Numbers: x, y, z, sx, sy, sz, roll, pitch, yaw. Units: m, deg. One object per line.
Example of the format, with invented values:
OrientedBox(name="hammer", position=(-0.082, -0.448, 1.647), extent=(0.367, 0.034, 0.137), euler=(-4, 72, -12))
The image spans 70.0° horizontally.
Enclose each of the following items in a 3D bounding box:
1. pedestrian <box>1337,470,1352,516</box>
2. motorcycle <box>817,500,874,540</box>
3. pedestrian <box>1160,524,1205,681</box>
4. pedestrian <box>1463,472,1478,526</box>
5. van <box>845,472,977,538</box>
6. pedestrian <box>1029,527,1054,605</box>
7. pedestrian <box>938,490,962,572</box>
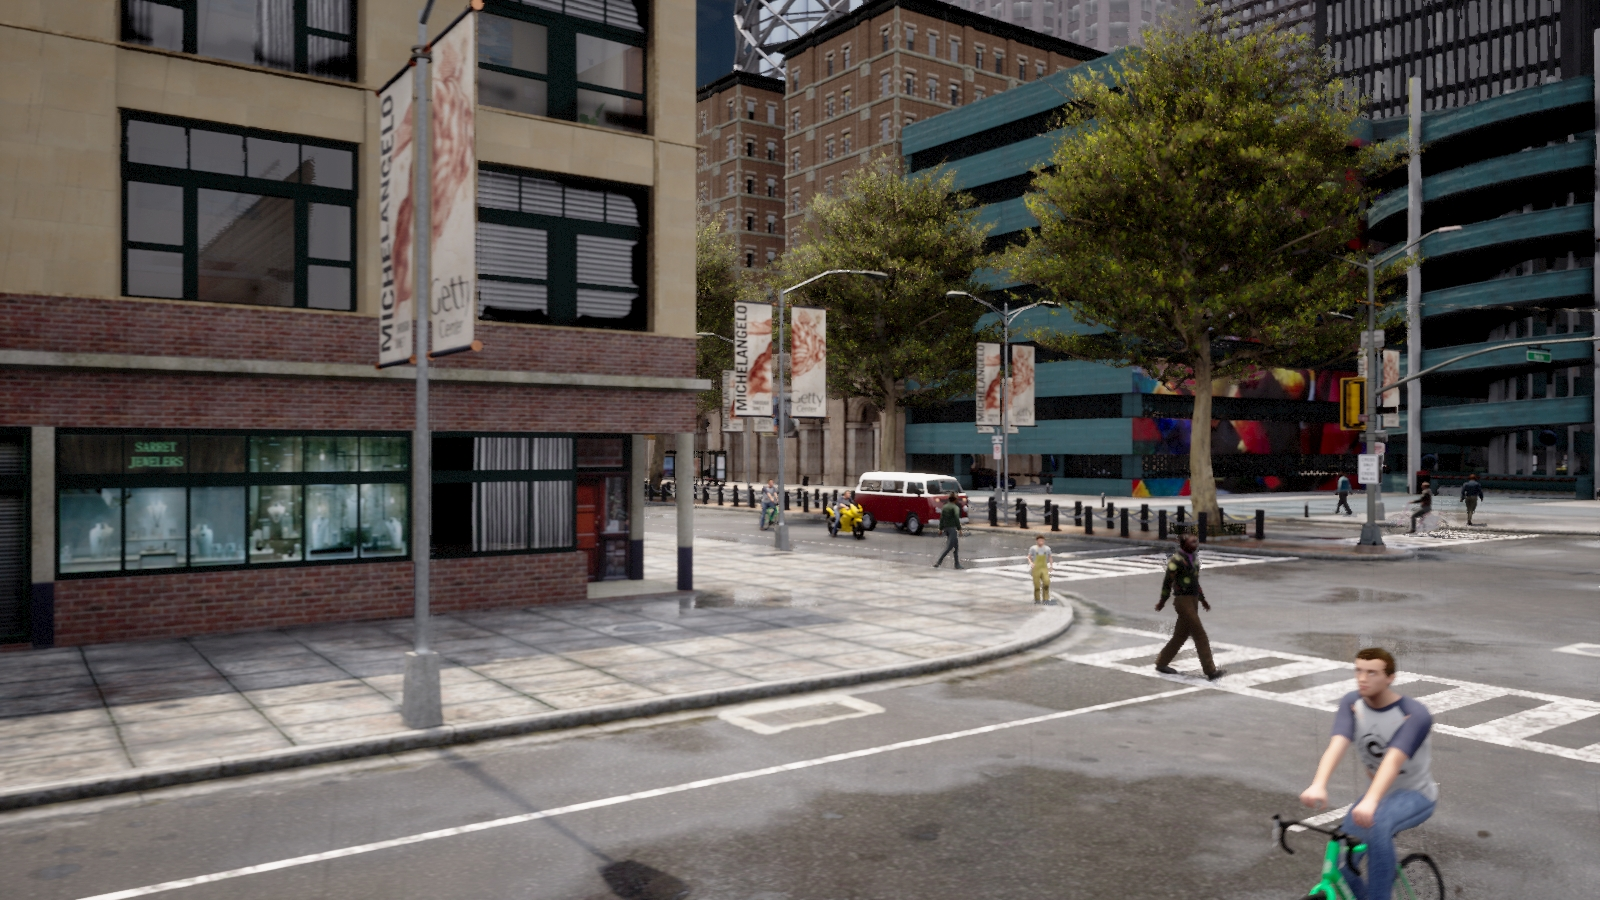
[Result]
OrientedBox(name="pedestrian", position=(21.904, 1.730, 45.953), extent=(0.375, 1.860, 0.375), euler=(0, 0, -25))
OrientedBox(name="motorcycle", position=(1.454, 2.229, 36.676), extent=(0.803, 1.145, 2.033), euler=(0, 0, -33))
OrientedBox(name="pedestrian", position=(4.695, 1.857, 14.025), extent=(0.375, 1.860, 0.375), euler=(0, 0, -39))
OrientedBox(name="pedestrian", position=(23.698, 1.727, 40.371), extent=(0.375, 1.860, 0.375), euler=(0, 0, 41))
OrientedBox(name="van", position=(3.725, 1.801, 39.147), extent=(2.069, 2.038, 4.480), euler=(0, 0, -35))
OrientedBox(name="pedestrian", position=(4.158, 1.987, 19.681), extent=(0.375, 1.300, 0.375), euler=(0, 0, 4))
OrientedBox(name="pedestrian", position=(3.466, 1.862, 26.410), extent=(0.375, 1.860, 0.375), euler=(0, 0, -33))
